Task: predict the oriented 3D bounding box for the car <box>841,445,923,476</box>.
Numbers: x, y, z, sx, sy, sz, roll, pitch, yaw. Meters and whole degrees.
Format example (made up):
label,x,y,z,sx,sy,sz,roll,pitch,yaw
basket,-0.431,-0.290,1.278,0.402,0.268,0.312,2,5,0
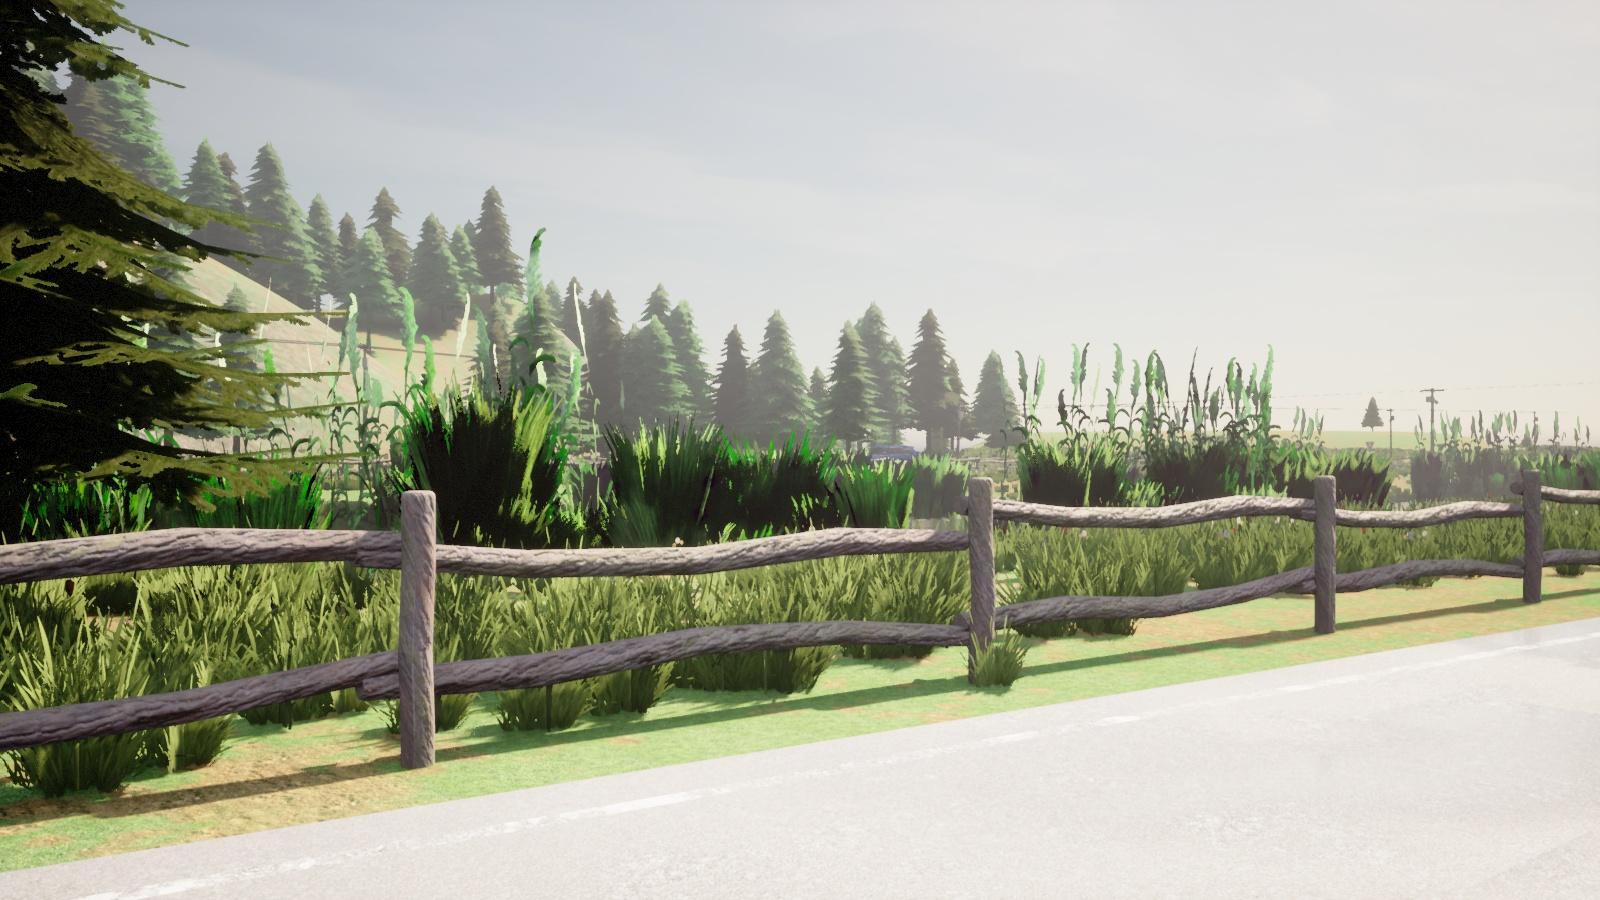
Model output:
label,x,y,z,sx,sy,sz,roll,pitch,yaw
car,5.652,0.682,86.363,5.566,2.045,2.150,0,0,-37
